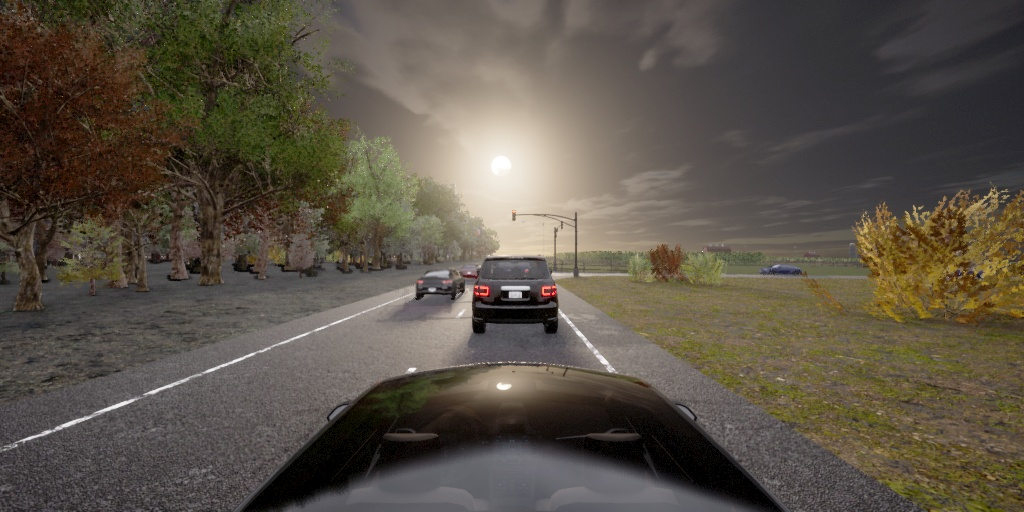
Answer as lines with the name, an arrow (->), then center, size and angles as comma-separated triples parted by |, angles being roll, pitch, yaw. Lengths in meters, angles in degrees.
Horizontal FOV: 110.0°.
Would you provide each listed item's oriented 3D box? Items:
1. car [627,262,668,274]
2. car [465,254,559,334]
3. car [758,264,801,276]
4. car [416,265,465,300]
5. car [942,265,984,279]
car -> 16.693, 1.496, 44.229 | 4.892, 1.490, 1.837 | 1, -1, 2
car -> 0.078, 0.974, 10.813 | 2.150, 2.045, 5.566 | 0, 0, 0
car -> 32.922, 1.694, 44.130 | 4.674, 1.442, 1.812 | 1, -1, 0
car -> -3.441, 1.279, 17.729 | 1.812, 1.442, 4.674 | 0, 0, 0
car -> 50.293, 1.775, 40.462 | 5.008, 1.535, 1.882 | 1, -1, 1
